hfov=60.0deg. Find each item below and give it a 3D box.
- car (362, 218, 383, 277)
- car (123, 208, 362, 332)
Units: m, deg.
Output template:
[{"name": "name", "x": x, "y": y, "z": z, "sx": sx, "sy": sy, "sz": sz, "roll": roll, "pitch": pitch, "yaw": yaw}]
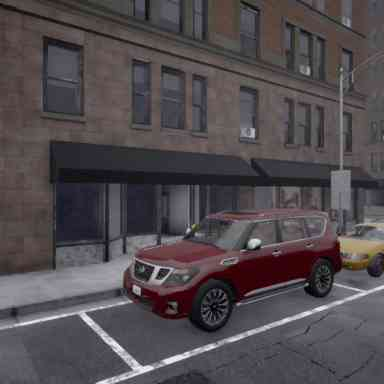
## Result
[{"name": "car", "x": 5.612, "y": 1.525, "z": 10.200, "sx": 4.829, "sy": 1.417, "sz": 1.752, "roll": 0, "pitch": 0, "yaw": -35}, {"name": "car", "x": 1.127, "y": 1.315, "z": 7.003, "sx": 5.009, "sy": 1.841, "sz": 2.192, "roll": 0, "pitch": 0, "yaw": -35}]
